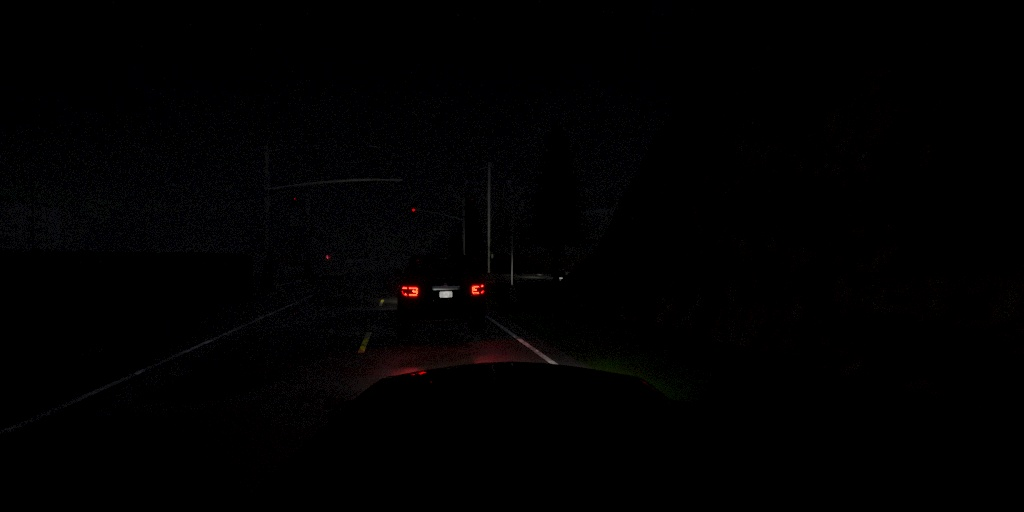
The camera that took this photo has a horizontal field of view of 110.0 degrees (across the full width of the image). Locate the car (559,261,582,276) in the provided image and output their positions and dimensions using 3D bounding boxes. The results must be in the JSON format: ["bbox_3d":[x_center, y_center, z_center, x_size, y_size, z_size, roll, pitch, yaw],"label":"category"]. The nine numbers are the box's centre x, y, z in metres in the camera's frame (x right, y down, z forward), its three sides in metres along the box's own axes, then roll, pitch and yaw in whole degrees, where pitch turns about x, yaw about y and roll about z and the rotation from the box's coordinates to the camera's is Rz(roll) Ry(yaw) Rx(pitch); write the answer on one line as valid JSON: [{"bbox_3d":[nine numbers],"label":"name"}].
[{"bbox_3d":[6.499,1.228,35.347,5.008,1.535,1.882,0,0,-19],"label":"car"}]

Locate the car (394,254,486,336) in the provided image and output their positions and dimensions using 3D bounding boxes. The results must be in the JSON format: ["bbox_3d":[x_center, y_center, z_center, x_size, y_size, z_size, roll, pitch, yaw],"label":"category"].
[{"bbox_3d":[-2.278,0.971,10.763,2.150,2.045,5.566,0,0,-17],"label":"car"}]
